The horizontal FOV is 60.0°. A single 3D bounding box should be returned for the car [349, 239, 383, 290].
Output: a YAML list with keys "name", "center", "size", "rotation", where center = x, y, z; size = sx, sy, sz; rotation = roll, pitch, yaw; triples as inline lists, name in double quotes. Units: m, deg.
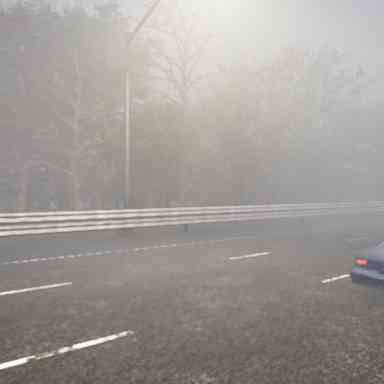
- name: "car"
  center: [5.936, 1.562, 8.096]
  size: [5.357, 1.411, 2.033]
  rotation: [0, 0, -37]
